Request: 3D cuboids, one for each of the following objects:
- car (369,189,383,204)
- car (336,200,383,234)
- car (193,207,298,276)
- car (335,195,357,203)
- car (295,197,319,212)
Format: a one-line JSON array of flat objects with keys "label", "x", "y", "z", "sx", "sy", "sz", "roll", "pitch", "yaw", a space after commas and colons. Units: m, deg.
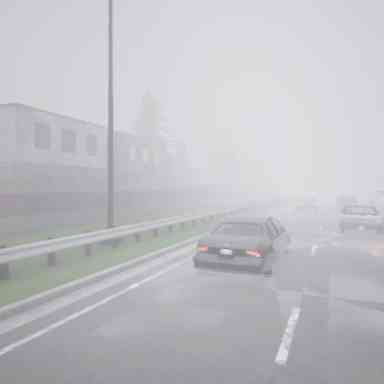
[{"label": "car", "x": 19.842, "y": 0.744, "z": 34.592, "sx": 2.150, "sy": 2.045, "sz": 5.566, "roll": 1, "pitch": 1, "yaw": 23}, {"label": "car", "x": 8.852, "y": 1.350, "z": 17.677, "sx": 1.895, "sy": 1.301, "sz": 4.718, "roll": 1, "pitch": 1, "yaw": 23}, {"label": "car", "x": 1.773, "y": 1.393, "z": 9.963, "sx": 2.033, "sy": 1.411, "sz": 5.357, "roll": 1, "pitch": 1, "yaw": 23}, {"label": "car", "x": 15.832, "y": 0.994, "z": 34.111, "sx": 1.882, "sy": 1.535, "sz": 5.008, "roll": 1, "pitch": 1, "yaw": 23}, {"label": "car", "x": 11.013, "y": 1.138, "z": 31.714, "sx": 1.895, "sy": 1.301, "sz": 4.718, "roll": 1, "pitch": 1, "yaw": 23}]
